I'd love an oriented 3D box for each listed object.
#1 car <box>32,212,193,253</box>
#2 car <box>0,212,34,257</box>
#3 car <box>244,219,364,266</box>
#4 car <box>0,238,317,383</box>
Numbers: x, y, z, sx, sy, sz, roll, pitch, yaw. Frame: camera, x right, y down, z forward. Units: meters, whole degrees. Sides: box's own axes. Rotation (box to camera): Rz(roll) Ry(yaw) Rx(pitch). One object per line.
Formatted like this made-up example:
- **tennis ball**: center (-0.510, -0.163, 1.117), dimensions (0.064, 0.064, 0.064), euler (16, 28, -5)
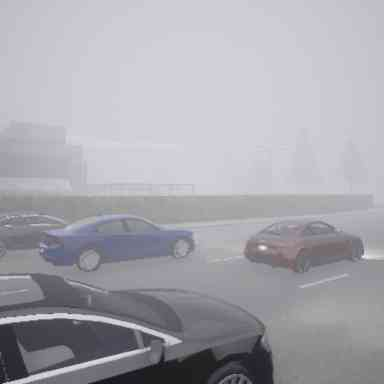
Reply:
- **car**: center (-2.201, 1.477, 10.771), dimensions (5.008, 1.535, 1.882), euler (0, 0, -35)
- **car**: center (-5.848, 1.491, 12.471), dimensions (4.902, 1.511, 2.128), euler (0, 0, -35)
- **car**: center (3.639, 1.564, 10.634), dimensions (4.181, 1.385, 1.994), euler (0, 0, -35)
- **car**: center (-1.391, 1.491, 2.754), dimensions (4.902, 1.511, 2.128), euler (0, 0, -35)
